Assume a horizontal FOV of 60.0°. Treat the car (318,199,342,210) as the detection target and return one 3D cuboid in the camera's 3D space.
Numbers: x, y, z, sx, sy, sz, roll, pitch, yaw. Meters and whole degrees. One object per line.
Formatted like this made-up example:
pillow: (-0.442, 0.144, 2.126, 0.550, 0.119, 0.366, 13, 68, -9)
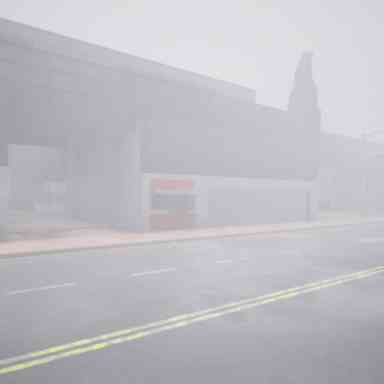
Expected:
car: (15.711, 1.537, 40.285, 2.097, 1.767, 4.553, 1, 0, -37)
